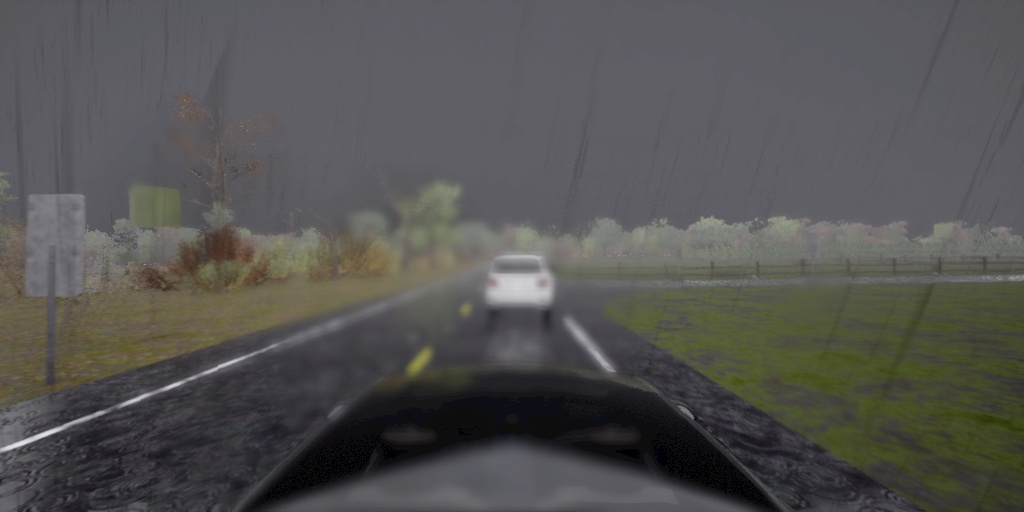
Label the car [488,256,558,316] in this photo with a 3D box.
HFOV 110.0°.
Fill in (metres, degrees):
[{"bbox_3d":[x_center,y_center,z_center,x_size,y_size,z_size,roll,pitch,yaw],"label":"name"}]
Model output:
[{"bbox_3d":[0.541,1.021,13.933,2.150,2.045,5.566,-1,0,8],"label":"car"}]
